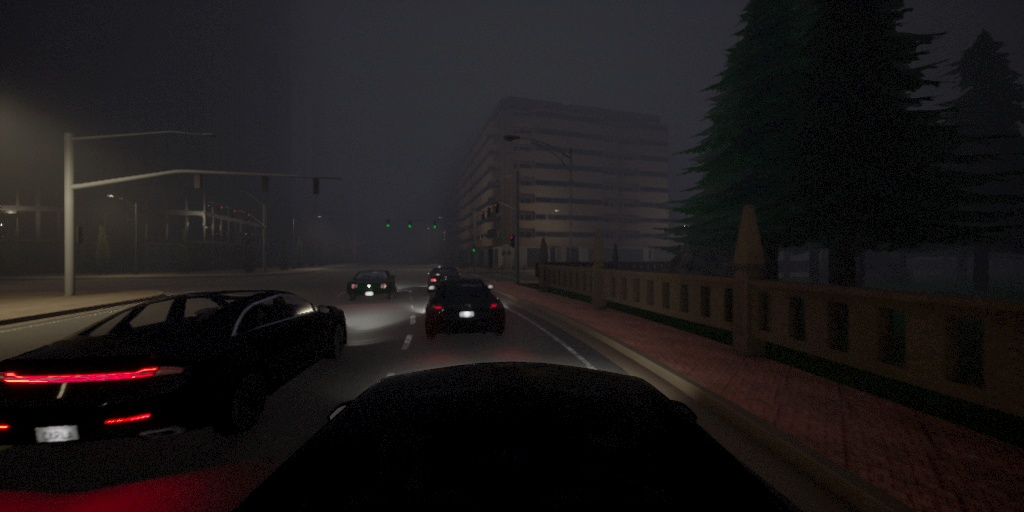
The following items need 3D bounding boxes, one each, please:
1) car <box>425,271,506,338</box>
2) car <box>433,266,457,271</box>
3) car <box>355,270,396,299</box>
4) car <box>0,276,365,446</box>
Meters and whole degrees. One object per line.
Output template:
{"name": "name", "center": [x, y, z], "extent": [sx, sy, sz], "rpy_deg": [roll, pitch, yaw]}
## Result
{"name": "car", "center": [-1.420, 1.316, 10.282], "extent": [1.994, 1.385, 4.181], "rpy_deg": [0, 0, -11]}
{"name": "car", "center": [-3.931, 1.299, 21.046], "extent": [2.033, 1.411, 5.357], "rpy_deg": [0, 0, -11]}
{"name": "car", "center": [-6.848, 1.357, 17.882], "extent": [1.895, 1.301, 4.718], "rpy_deg": [0, 0, -15]}
{"name": "car", "center": [-4.053, 1.246, 5.357], "extent": [2.128, 1.511, 4.902], "rpy_deg": [0, 0, -7]}
